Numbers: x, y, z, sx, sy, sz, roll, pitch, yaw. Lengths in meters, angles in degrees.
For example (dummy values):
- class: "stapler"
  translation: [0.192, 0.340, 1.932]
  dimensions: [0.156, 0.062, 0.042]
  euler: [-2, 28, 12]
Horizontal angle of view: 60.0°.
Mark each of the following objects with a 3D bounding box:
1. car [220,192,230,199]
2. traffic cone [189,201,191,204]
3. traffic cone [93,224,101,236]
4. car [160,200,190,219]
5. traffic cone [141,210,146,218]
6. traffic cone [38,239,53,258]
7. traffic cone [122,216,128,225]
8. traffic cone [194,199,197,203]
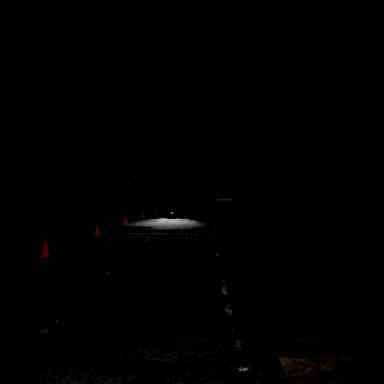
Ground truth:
- class: "car"
  translation: [7.698, 0.853, 78.043]
  dimensions: [1.837, 1.490, 4.892]
  euler: [0, 0, 7]
- class: "traffic cone"
  translation: [-0.346, 1.527, 51.120]
  dimensions: [0.340, 0.580, 0.340]
  euler: [0, 1, 10]
- class: "traffic cone"
  translation: [-4.595, 1.818, 16.071]
  dimensions: [0.340, 0.580, 0.340]
  euler: [0, 0, 3]
- class: "car"
  translation: [-1.304, 1.341, 26.750]
  dimensions: [1.994, 1.385, 4.181]
  euler: [0, 0, 6]
- class: "traffic cone"
  translation: [-3.817, 1.735, 26.134]
  dimensions: [0.340, 0.580, 0.340]
  euler: [0, 0, 5]
- class: "traffic cone"
  translation: [-4.852, 1.859, 11.031]
  dimensions: [0.340, 0.580, 0.340]
  euler: [0, 0, 2]
- class: "traffic cone"
  translation: [-4.250, 1.776, 21.106]
  dimensions: [0.340, 0.580, 0.340]
  euler: [0, 0, 4]
- class: "traffic cone"
  translation: [0.608, 1.485, 56.075]
  dimensions: [0.340, 0.580, 0.340]
  euler: [0, 1, 11]
